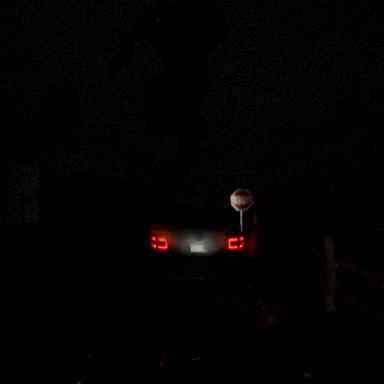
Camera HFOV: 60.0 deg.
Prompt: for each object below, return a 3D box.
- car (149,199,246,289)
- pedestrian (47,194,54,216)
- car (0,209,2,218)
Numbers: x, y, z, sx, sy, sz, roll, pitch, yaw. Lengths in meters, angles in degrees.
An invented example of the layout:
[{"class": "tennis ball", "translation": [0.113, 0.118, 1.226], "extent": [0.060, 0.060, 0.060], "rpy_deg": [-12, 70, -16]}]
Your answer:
[{"class": "car", "translation": [0.104, 1.209, 9.300], "extent": [2.150, 2.045, 5.566], "rpy_deg": [0, 0, 0]}, {"class": "pedestrian", "translation": [-12.130, 1.099, 28.443], "extent": [0.375, 1.860, 0.375], "rpy_deg": [0, -1, 0]}, {"class": "car", "translation": [-15.574, 1.182, 22.462], "extent": [5.008, 1.535, 1.882], "rpy_deg": [1, 0, 0]}]
